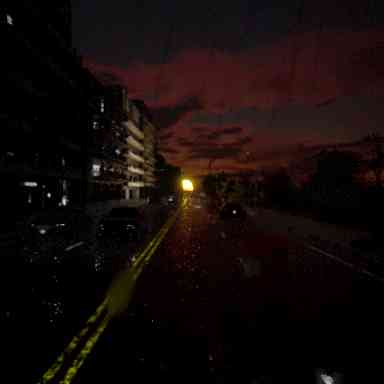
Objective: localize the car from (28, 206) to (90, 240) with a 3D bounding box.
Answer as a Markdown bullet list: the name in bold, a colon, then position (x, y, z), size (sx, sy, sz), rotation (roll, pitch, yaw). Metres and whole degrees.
- **car**: position (-6.602, 1.484, 17.161), size (2.128, 1.511, 4.902), rotation (0, 0, 0)

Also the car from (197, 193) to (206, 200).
- **car**: position (3.241, 1.506, 93.229), size (2.163, 1.488, 4.792), rotation (0, 0, 0)

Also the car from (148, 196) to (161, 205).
- **car**: position (-6.551, 1.467, 59.041), size (1.882, 1.535, 5.008), rotation (0, 0, 1)

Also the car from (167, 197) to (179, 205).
- **car**: position (-3.291, 1.537, 59.063), size (2.033, 1.411, 5.357), rotation (0, 0, 1)

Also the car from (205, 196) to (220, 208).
- **car**: position (3.345, 1.466, 48.476), size (1.882, 1.535, 5.008), rotation (0, 0, 0)

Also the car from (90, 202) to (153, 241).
- **car**: position (-3.351, 1.471, 16.843), size (1.882, 1.535, 5.008), rotation (0, 0, 0)

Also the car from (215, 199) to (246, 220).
- **car**: position (3.347, 1.553, 28.219), size (1.994, 1.385, 4.181), rotation (0, 0, 0)
